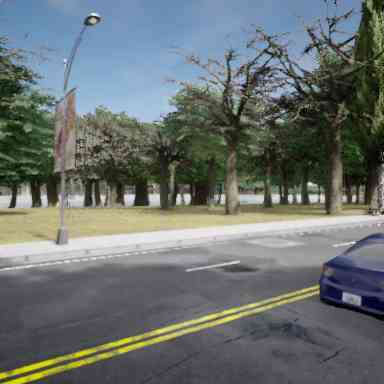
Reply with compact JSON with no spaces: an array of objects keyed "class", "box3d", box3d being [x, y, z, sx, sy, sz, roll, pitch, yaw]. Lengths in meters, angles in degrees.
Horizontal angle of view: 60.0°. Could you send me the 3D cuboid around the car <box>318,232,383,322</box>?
[{"class":"car","box3d":[4.385,1.509,6.569,4.674,1.442,1.812,0,0,-35]}]
